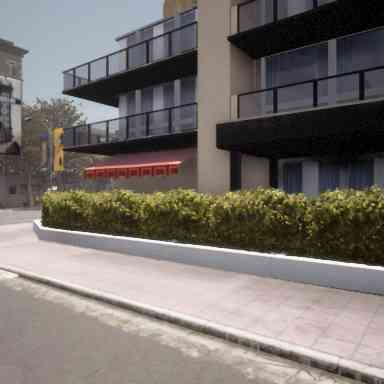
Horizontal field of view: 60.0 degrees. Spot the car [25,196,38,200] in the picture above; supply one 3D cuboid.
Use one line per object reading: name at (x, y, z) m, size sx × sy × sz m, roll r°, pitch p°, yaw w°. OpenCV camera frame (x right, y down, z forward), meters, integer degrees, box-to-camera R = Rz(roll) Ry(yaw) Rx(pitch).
car at (-34.527, 1.543, 68.311) m, size 4.892 × 1.521 × 2.231 m, roll 0°, pitch 0°, yaw 37°
